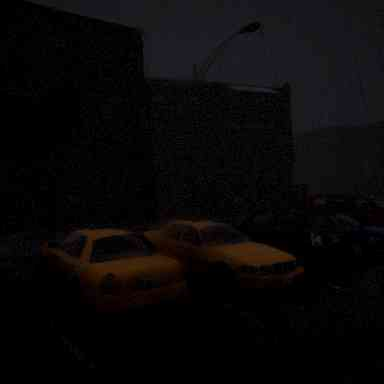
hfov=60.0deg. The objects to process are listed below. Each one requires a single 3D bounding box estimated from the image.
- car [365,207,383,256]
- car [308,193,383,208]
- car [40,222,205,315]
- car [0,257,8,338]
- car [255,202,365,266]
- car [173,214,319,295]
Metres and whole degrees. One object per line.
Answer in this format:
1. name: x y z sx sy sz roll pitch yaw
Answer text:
1. car: 5.038 1.438 12.605 2.097 1.535 5.008 -1 0 -36
2. car: 7.451 1.136 14.285 2.435 2.045 5.566 -1 1 -35
3. car: -2.159 1.474 7.692 1.946 1.575 5.366 0 0 -35
4. car: -4.549 1.482 5.768 2.231 1.521 4.892 0 0 -36
5. car: 2.754 1.339 10.932 2.185 1.767 4.553 0 0 -36
6. car: 0.449 1.470 9.098 1.946 1.575 5.366 0 0 -36
